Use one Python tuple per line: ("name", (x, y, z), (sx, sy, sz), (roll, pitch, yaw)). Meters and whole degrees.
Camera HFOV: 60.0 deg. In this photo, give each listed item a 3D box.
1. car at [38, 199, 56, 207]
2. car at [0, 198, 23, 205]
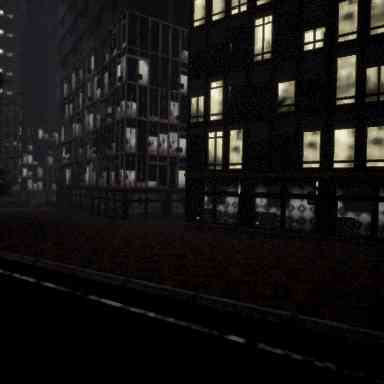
("car", (-24.658, 1.982, 58.504), (4.507, 1.381, 1.887), (1, 1, -34))
("car", (-33.784, 1.744, 61.806), (4.403, 1.369, 2.008), (1, 1, -34))
